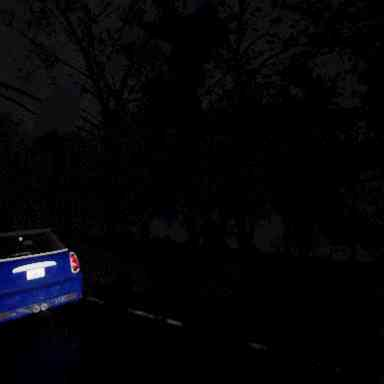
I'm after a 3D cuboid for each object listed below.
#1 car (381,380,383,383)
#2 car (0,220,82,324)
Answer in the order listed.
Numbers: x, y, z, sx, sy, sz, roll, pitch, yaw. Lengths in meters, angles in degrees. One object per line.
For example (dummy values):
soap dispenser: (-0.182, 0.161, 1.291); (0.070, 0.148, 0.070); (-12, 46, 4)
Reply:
car: (3.366, 1.587, 1.286); (4.718, 1.301, 1.895); (0, 0, 36)
car: (-4.338, 1.398, 6.781); (4.553, 1.767, 2.097); (-1, 0, 35)
